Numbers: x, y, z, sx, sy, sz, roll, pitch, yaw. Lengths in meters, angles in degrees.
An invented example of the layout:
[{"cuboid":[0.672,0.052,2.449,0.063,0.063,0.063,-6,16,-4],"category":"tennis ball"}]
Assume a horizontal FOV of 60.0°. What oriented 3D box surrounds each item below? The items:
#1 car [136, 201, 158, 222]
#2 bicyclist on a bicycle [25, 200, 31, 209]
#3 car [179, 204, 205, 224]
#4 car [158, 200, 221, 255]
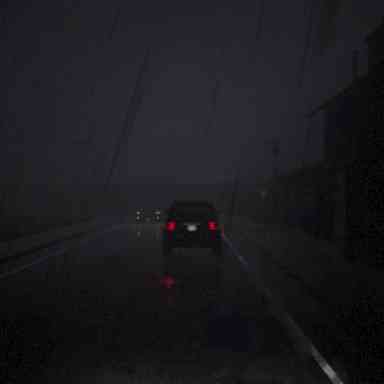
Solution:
[{"cuboid":[-3.505,1.620,28.690,2.097,1.767,4.553,0,0,0],"category":"car"},{"cuboid":[-21.537,1.880,43.571,0.582,1.620,1.656,0,0,1],"category":"bicyclist on a bicycle"},{"cuboid":[-0.006,1.821,28.992,2.033,1.411,5.357,0,-1,0],"category":"car"},{"cuboid":[0.000,1.349,14.024,2.150,2.045,5.566,0,0,0],"category":"car"}]
